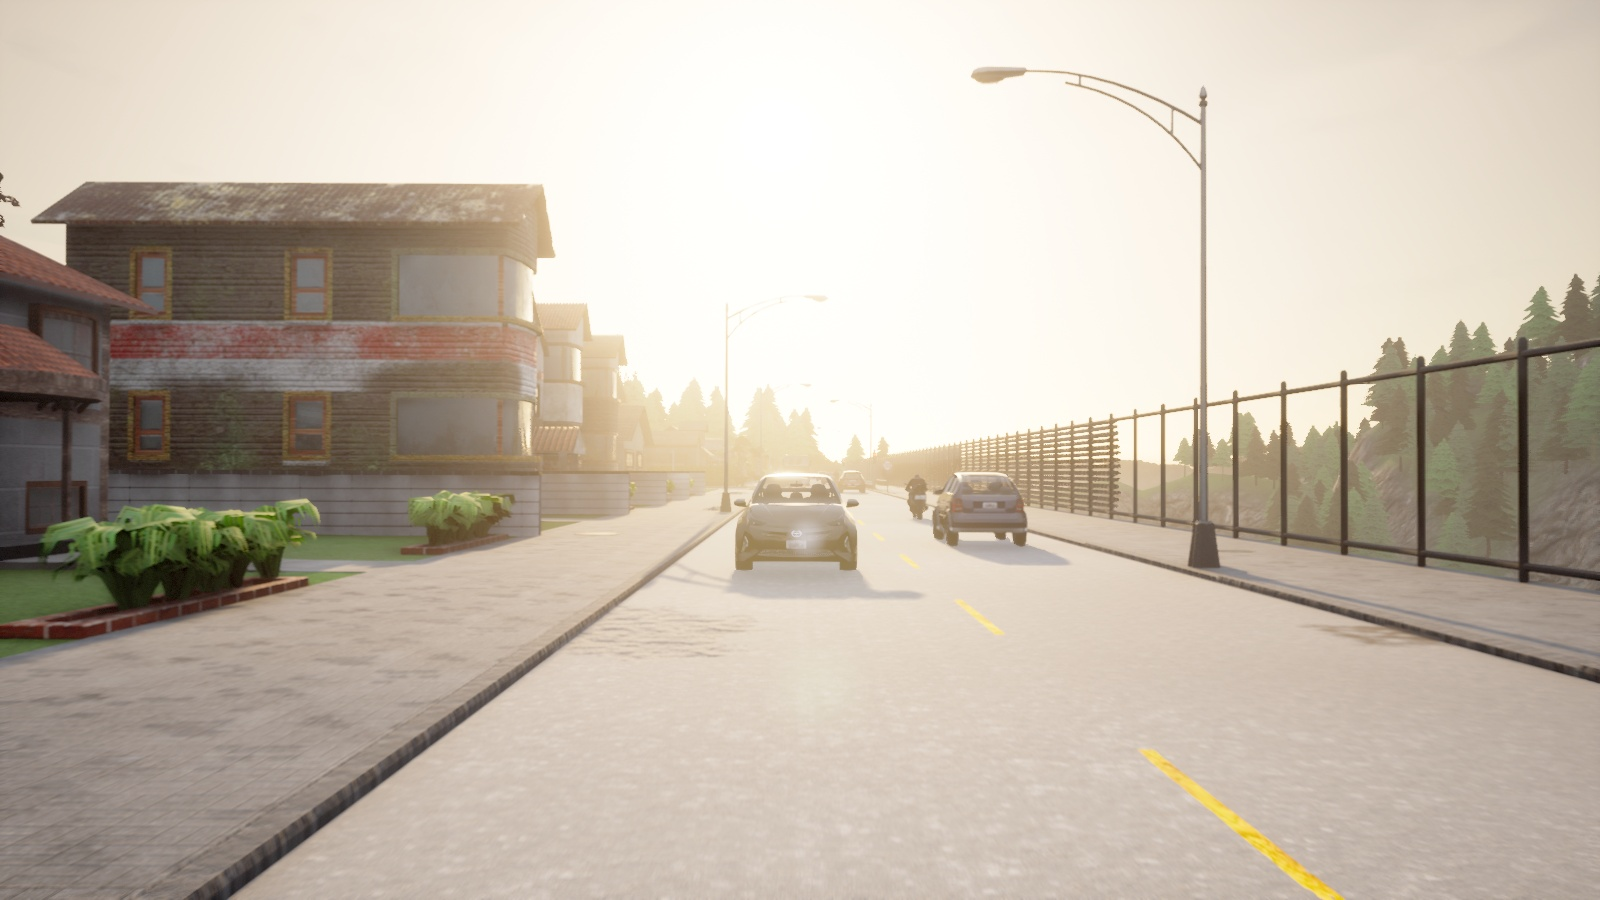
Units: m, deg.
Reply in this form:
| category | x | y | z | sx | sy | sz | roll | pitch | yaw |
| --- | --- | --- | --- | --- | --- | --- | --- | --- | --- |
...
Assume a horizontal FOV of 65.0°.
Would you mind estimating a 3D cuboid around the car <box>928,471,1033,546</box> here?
| category | x | y | z | sx | sy | sz | roll | pitch | yaw |
| --- | --- | --- | --- | --- | --- | --- | --- | --- | --- |
| car | 3.932 | 1.244 | 27.878 | 1.789 | 1.549 | 3.705 | 0 | -1 | 0 |

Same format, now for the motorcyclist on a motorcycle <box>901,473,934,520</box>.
| category | x | y | z | sx | sy | sz | roll | pitch | yaw |
| --- | --- | --- | --- | --- | --- | --- | --- | --- | --- |
| motorcyclist on a motorcycle | 3.899 | 1.533 | 41.765 | 0.866 | 1.530 | 2.191 | 0 | -1 | 0 |

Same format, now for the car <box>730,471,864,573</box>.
| category | x | y | z | sx | sy | sz | roll | pitch | yaw |
| --- | --- | --- | --- | --- | --- | --- | --- | --- | --- |
| car | -0.051 | 1.114 | 21.042 | 2.007 | 1.525 | 4.514 | 0 | -1 | 0 |

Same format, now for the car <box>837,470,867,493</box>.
| category | x | y | z | sx | sy | sz | roll | pitch | yaw |
| --- | --- | --- | --- | --- | --- | --- | --- | --- | --- |
| car | 3.776 | 2.271 | 92.102 | 2.033 | 1.649 | 4.856 | 0 | -1 | 0 |
